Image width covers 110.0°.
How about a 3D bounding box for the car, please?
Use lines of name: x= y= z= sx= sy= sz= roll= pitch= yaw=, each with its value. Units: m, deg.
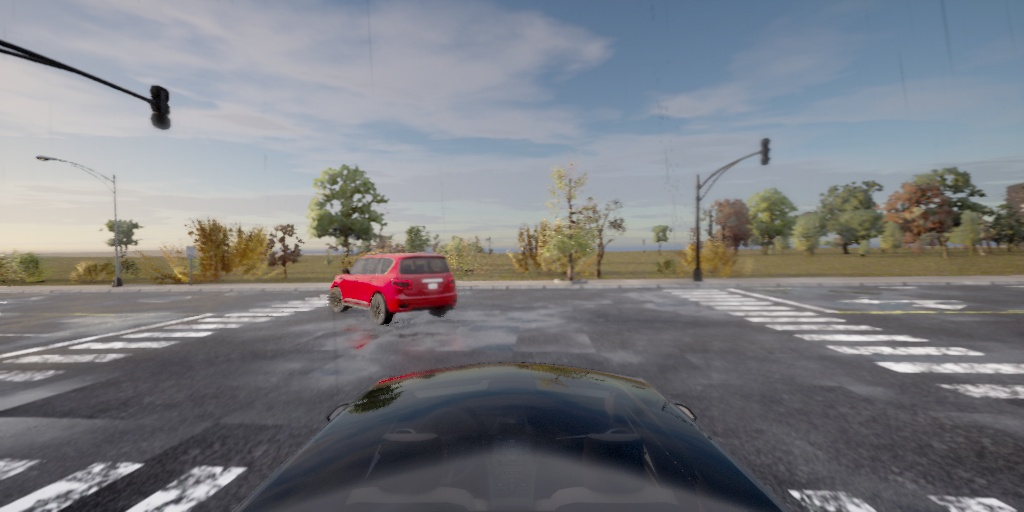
car: x=-4.104 y=0.940 z=11.931 sx=2.150 sy=2.045 sz=5.566 roll=0 pitch=0 yaw=-45
